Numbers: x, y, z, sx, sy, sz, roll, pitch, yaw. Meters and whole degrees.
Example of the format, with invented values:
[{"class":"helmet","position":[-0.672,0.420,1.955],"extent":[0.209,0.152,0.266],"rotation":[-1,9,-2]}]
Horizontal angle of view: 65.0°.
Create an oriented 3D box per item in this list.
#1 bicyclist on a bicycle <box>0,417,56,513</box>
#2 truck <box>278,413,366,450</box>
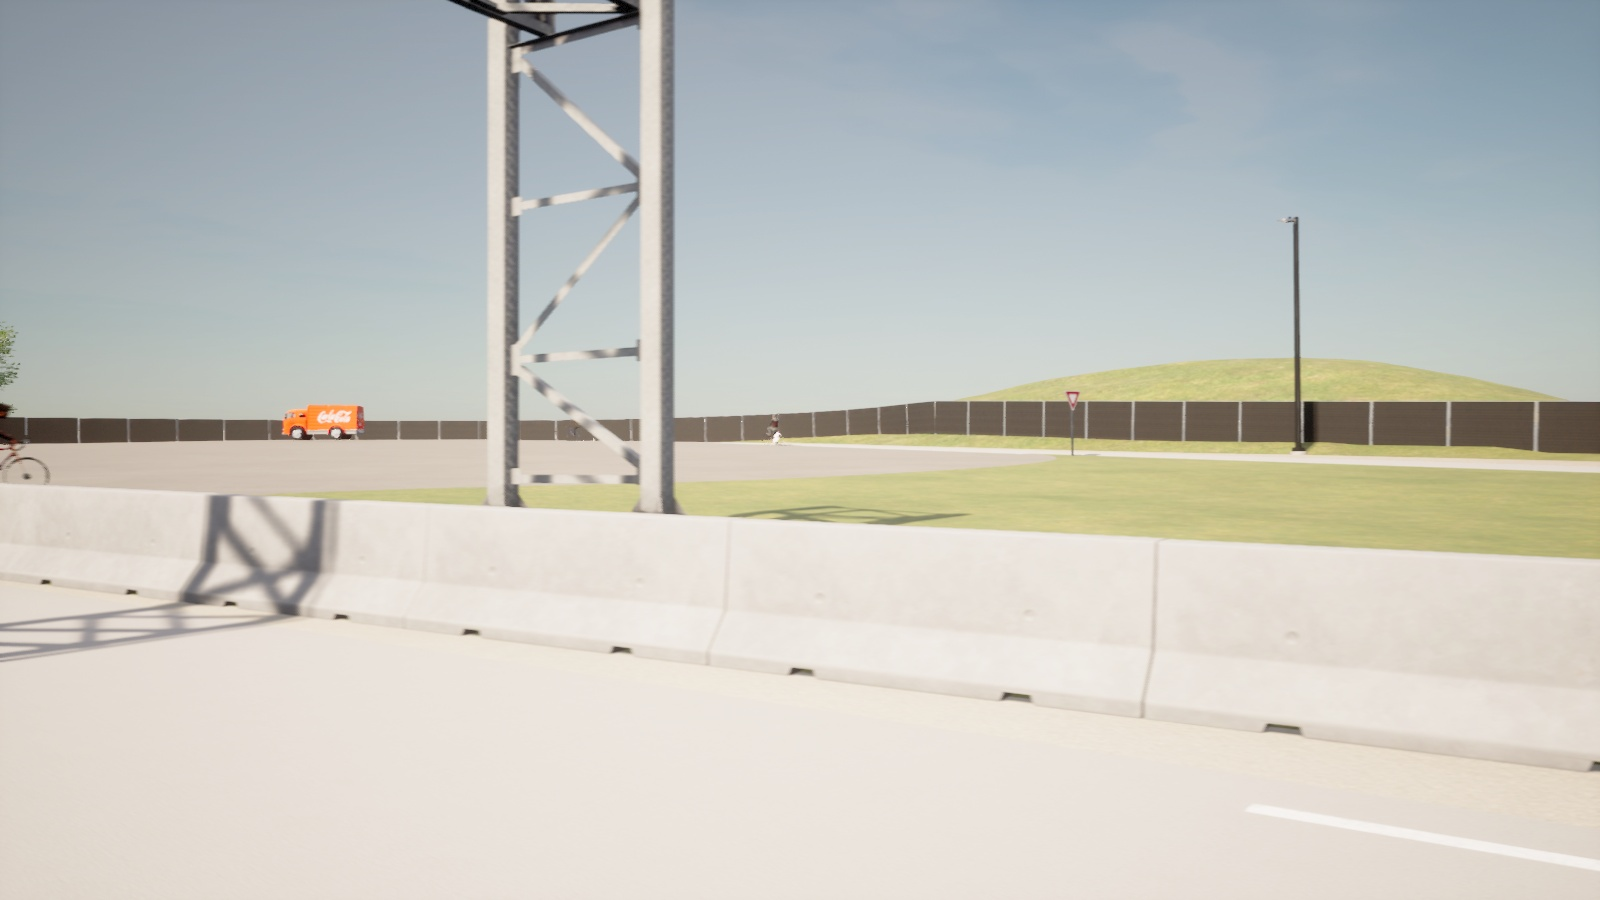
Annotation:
[{"class":"bicyclist on a bicycle","position":[-13.894,0.269,21.759],"extent":[1.656,1.620,0.582],"rotation":[-2,0,-30]},{"class":"truck","position":[-33.519,-1.297,88.122],"extent":[5.204,2.467,2.627],"rotation":[-2,0,-6]}]
